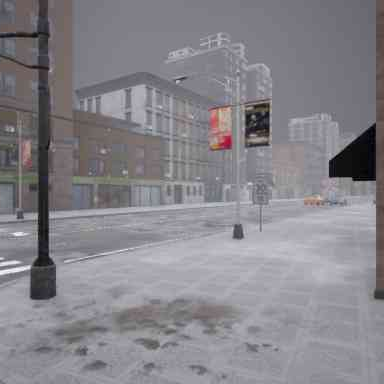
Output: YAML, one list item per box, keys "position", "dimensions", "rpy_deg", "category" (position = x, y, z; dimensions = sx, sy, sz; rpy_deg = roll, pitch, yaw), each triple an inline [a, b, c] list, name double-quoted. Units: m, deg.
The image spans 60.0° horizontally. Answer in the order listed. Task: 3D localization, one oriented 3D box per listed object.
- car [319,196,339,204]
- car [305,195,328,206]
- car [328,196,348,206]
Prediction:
- position: [24.889, 1.373, 60.272]
  dimensions: [2.033, 1.411, 5.357]
  rpy_deg: [0, 0, 37]
  category: "car"
- position: [19.300, 1.181, 52.250]
  dimensions: [2.097, 1.767, 4.553]
  rpy_deg: [0, 0, 35]
  category: "car"
- position: [22.728, 1.376, 51.466]
  dimensions: [2.033, 1.411, 5.357]
  rpy_deg: [0, 0, 34]
  category: "car"
